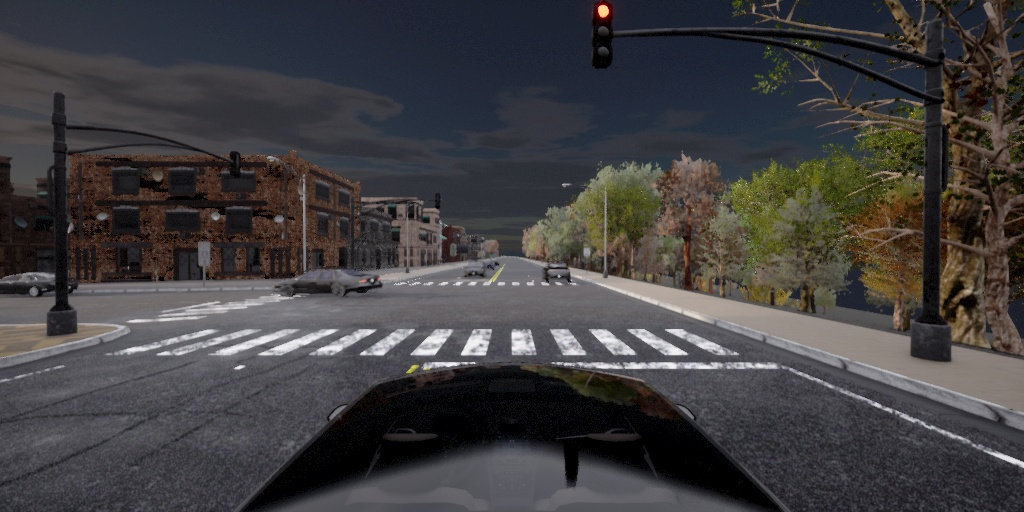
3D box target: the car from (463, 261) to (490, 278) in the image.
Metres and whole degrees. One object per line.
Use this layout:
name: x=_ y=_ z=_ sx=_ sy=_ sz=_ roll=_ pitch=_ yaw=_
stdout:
car: x=-3.316 y=1.235 z=33.172 sx=1.837 sy=1.490 sz=4.892 roll=0 pitch=1 yaw=0

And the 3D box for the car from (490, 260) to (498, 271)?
car: x=-3.325 y=1.325 z=49.235 sx=1.895 sy=1.301 sz=4.718 roll=0 pitch=0 yaw=0

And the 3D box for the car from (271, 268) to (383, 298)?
car: x=-9.390 y=1.326 z=18.284 sx=5.357 sy=1.411 sz=2.033 roll=-2 pitch=0 yaw=12

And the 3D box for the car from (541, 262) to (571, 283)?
car: x=3.385 y=1.226 z=28.013 sx=2.128 sy=1.511 sz=4.902 roll=0 pitch=0 yaw=0

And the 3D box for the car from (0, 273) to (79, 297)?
car: x=-28.288 y=1.662 z=21.061 sx=4.403 sy=1.370 sz=2.007 roll=0 pitch=0 yaw=-1
